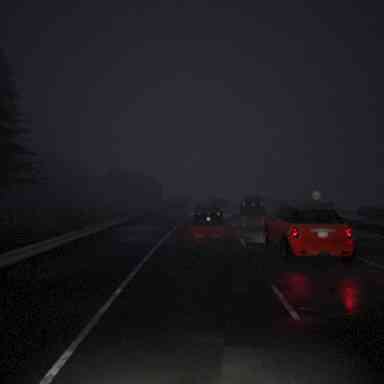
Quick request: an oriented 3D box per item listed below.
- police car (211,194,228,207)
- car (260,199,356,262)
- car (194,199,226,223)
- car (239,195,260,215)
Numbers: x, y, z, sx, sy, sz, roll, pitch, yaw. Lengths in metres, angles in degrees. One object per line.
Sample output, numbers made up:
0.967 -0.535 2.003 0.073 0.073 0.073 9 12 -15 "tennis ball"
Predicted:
3.369 1.121 41.314 1.930 1.638 5.238 0 1 8 "police car"
3.968 1.266 11.974 2.097 1.767 4.553 0 0 2 "car"
1.253 1.426 23.638 1.895 1.301 4.718 0 0 5 "car"
5.528 1.127 30.930 2.097 1.767 4.553 0 0 6 "car"
